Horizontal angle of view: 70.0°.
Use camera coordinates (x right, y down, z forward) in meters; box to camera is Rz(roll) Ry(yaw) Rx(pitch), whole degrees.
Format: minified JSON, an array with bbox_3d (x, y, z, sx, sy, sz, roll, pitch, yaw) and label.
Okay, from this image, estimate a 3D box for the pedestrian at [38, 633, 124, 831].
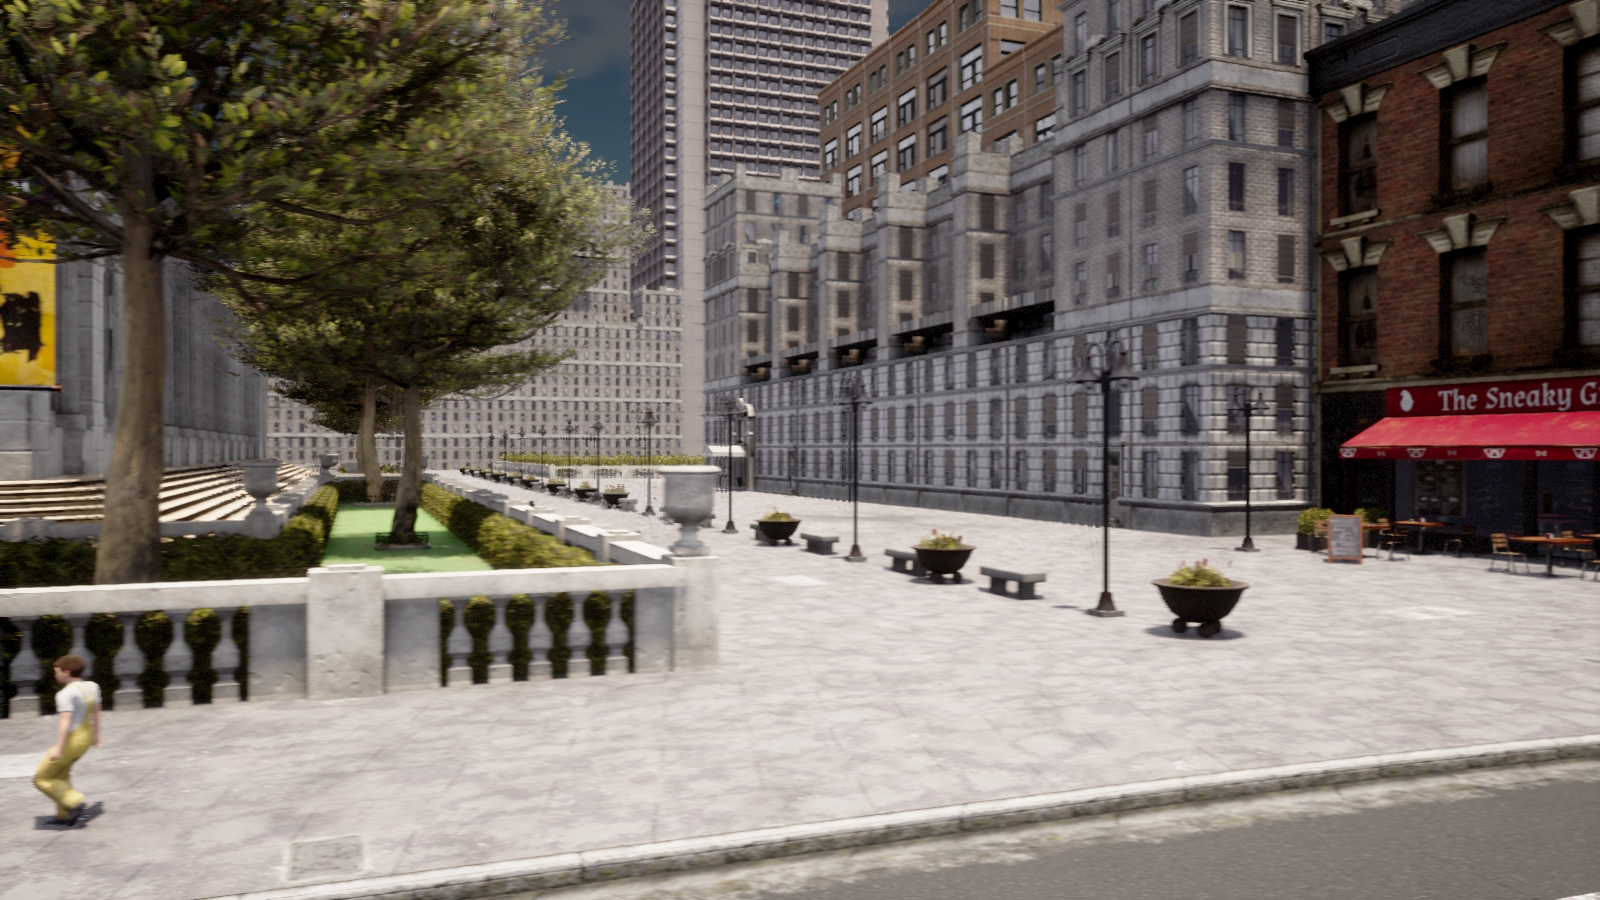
[{"bbox_3d":[-5.073,1.975,8.070,0.375,1.300,0.375,0,0,-3],"label":"pedestrian"}]
